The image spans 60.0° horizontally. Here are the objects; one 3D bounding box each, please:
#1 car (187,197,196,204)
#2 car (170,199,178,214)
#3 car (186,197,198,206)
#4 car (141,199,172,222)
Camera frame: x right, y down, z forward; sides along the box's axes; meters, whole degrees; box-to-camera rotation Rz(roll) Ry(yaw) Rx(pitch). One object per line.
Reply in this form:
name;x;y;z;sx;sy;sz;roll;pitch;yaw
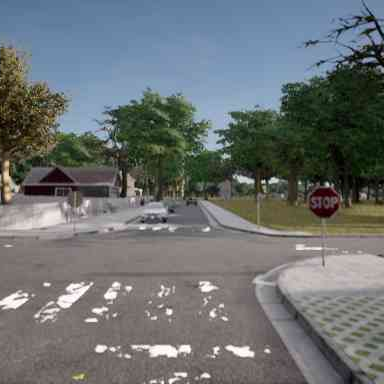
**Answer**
car;-0.051;1.715;68.340;1.812;1.442;4.674;0;0;0
car;-2.877;1.553;36.485;1.837;1.490;4.892;0;0;0
car;-0.047;1.646;57.918;1.837;1.490;4.892;0;0;0
car;-2.857;1.546;26.231;1.812;1.442;4.674;0;0;-1
